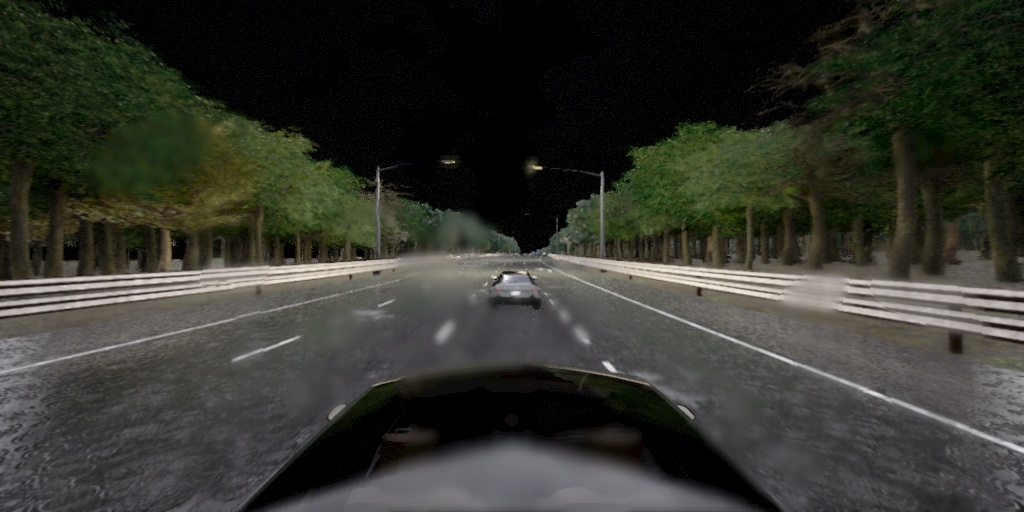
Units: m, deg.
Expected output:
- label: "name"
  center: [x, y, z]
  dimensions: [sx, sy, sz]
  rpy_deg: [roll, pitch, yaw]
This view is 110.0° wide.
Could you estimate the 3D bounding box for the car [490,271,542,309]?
- label: "car"
  center: [0.136, 1.299, 14.878]
  dimensions: [1.994, 1.385, 4.181]
  rpy_deg: [0, 0, -1]
